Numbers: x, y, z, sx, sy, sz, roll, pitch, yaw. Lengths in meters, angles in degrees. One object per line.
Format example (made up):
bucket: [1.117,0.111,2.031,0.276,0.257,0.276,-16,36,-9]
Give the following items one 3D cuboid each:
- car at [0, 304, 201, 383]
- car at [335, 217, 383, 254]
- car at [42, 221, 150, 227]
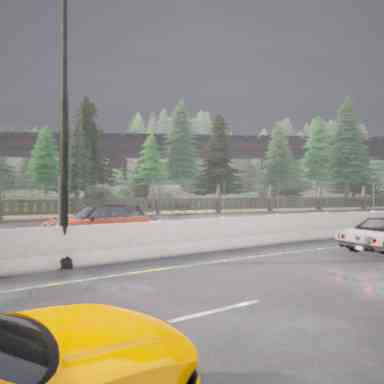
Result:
car: [-2.199,1.462,2.063,5.008,1.535,1.882,0,0,-36]
car: [7.536,1.575,12.066,4.718,1.301,1.895,0,0,-27]
car: [-3.932,1.288,13.727,4.553,1.767,2.097,0,0,-31]
